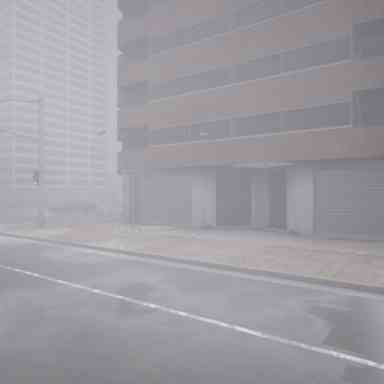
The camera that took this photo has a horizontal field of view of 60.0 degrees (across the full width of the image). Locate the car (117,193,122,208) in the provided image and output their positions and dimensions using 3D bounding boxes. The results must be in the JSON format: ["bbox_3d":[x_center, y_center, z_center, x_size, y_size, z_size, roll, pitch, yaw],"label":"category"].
[{"bbox_3d":[-7.314,1.342,44.640,2.097,1.767,4.553,0,0,35],"label":"car"}]

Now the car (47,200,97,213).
[{"bbox_3d":[-13.011,1.538,36.519,2.033,1.411,5.357,0,0,35],"label":"car"}]
